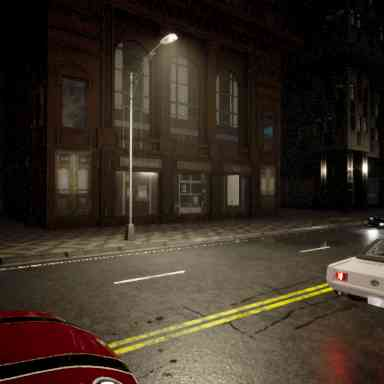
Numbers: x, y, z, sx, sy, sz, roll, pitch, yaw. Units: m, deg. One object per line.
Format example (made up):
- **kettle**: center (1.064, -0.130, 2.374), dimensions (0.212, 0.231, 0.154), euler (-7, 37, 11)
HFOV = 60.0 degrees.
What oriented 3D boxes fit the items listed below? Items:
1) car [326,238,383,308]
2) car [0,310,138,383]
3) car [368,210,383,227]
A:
- **car**: center (4.984, 1.597, 6.992), dimensions (4.718, 1.301, 1.895), euler (0, 0, -35)
- **car**: center (-2.451, 1.352, 1.691), dimensions (4.553, 1.767, 2.097), euler (0, 0, -36)
- **car**: center (13.399, 1.522, 21.228), dimensions (5.357, 1.411, 2.033), euler (0, 0, -35)
